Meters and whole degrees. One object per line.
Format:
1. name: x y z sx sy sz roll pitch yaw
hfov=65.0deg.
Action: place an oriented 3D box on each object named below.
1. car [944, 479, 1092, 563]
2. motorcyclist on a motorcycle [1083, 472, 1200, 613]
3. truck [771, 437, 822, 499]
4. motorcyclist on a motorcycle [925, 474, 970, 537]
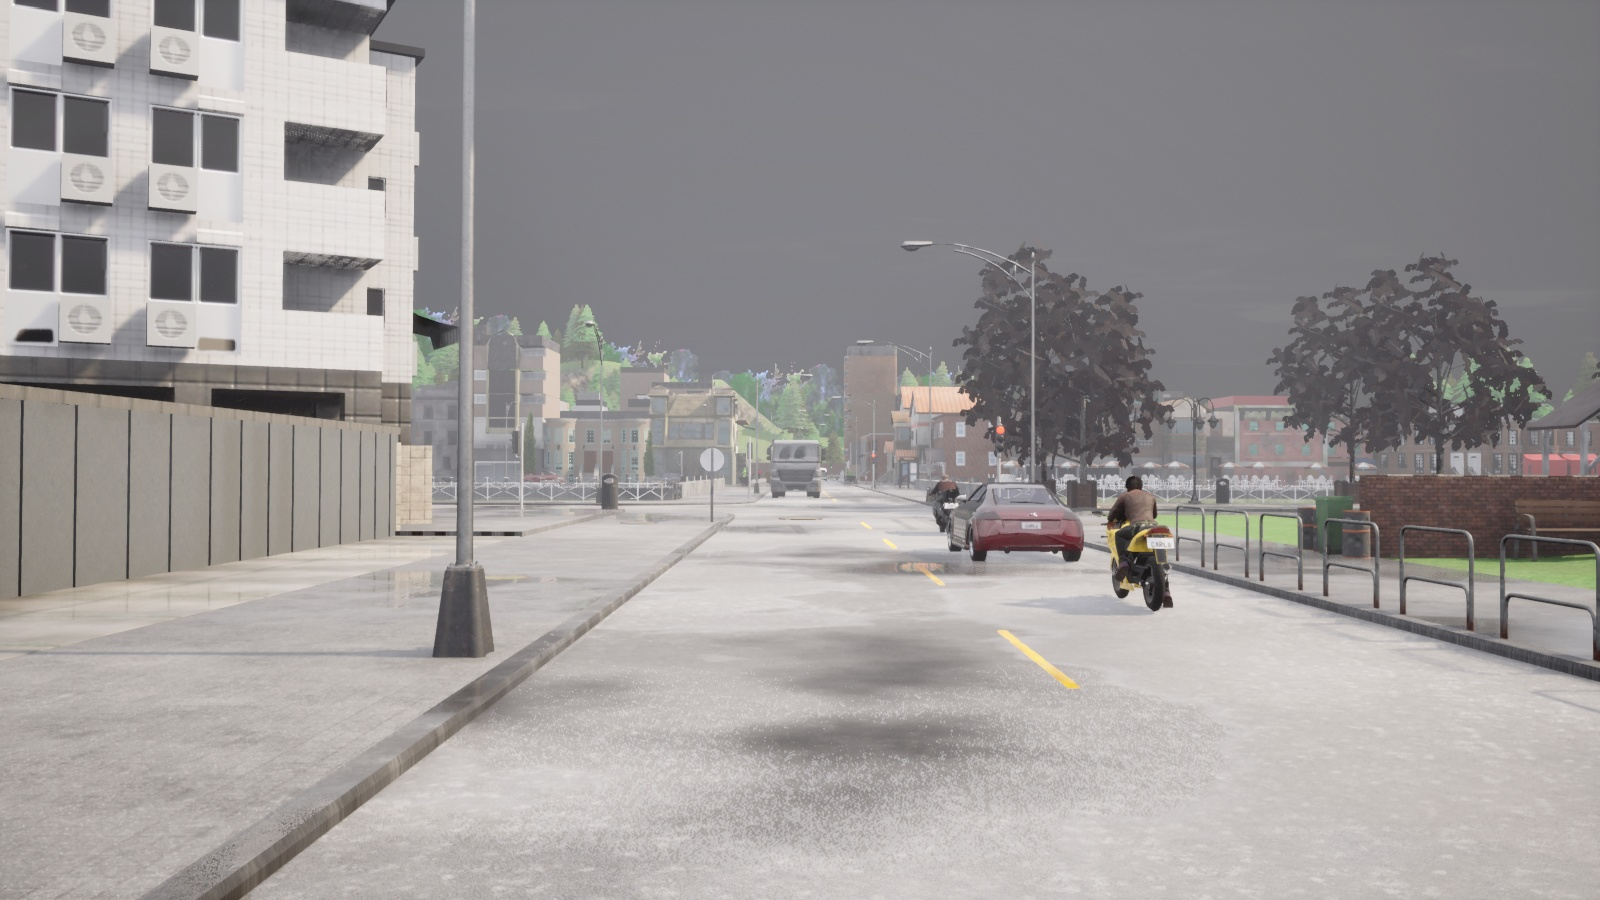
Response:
1. car: 3.933 1.254 23.348 1.994 1.385 4.181 0 -1 0
2. motorcyclist on a motorcycle: 3.957 1.028 14.727 0.797 1.523 2.044 0 -1 0
3. truck: -0.218 1.085 74.708 2.891 3.462 7.936 0 -1 0
4. motorcyclist on a motorcycle: 3.677 1.362 31.448 0.866 1.530 2.191 0 -1 0
